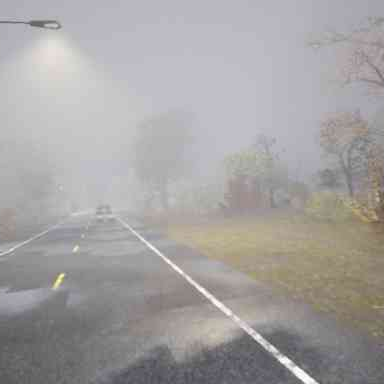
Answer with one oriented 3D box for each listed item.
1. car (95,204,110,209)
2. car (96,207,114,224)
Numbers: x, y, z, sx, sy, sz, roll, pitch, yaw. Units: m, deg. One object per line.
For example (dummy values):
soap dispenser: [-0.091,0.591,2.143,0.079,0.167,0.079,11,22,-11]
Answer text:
car: [-12.687,2.758,47.993,2.150,2.045,5.566,-4,-1,-15]
car: [-9.761,2.774,37.431,1.895,1.301,4.718,-4,-1,-16]
